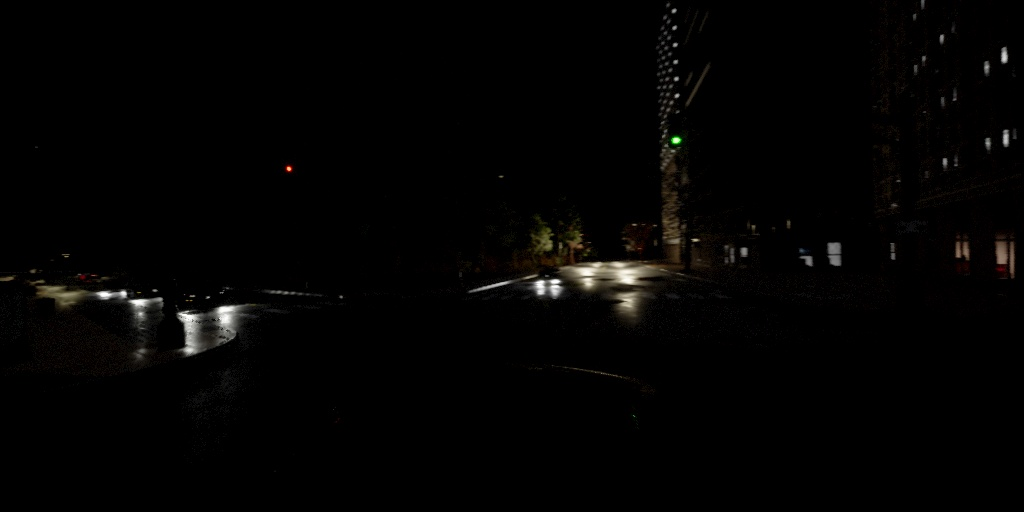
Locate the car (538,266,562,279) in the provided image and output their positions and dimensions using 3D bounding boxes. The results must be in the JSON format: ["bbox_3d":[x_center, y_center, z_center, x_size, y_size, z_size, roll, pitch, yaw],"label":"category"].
[{"bbox_3d":[3.953,1.652,37.053,1.895,1.301,4.718,-2,-1,15],"label":"car"}]

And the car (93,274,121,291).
[{"bbox_3d":[-40.247,2.755,36.159,4.718,1.301,1.895,-2,1,36],"label":"car"}]

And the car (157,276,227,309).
[{"bbox_3d":[-17.298,1.914,19.483,4.892,1.490,1.837,-2,1,36],"label":"car"}]

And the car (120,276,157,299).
[{"bbox_3d":[-26.845,2.224,26.398,4.892,1.490,1.837,-2,1,36],"label":"car"}]
